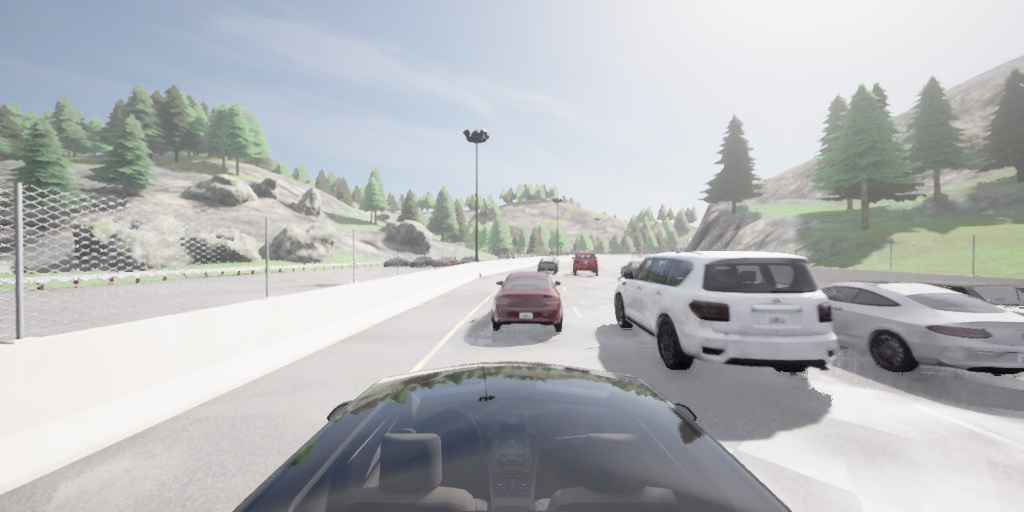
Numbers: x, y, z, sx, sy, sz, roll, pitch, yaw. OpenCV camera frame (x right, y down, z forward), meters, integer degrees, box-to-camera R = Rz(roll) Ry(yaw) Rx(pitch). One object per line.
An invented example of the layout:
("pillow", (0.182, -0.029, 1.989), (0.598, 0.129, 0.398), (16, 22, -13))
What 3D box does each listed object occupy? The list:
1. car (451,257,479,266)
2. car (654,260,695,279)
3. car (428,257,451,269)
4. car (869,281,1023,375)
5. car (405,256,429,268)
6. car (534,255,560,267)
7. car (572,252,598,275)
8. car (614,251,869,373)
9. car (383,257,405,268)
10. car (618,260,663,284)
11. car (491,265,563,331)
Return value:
("car", (-5.405, 0.827, 44.030), (1.837, 1.490, 4.892), (0, 0, 13))
("car", (13.263, 1.070, 29.558), (1.895, 1.301, 4.718), (0, 1, 10))
("car", (-8.526, 0.825, 46.059), (1.812, 1.442, 4.674), (0, 1, 14))
("car", (7.291, 1.220, 7.260), (1.812, 1.442, 4.674), (0, 1, 3))
("car", (-11.786, 0.790, 47.475), (1.837, 1.490, 4.892), (0, 1, 14))
("car", (3.617, 0.904, 35.124), (2.128, 1.511, 4.902), (0, 1, 11))
("car", (6.781, 0.655, 33.136), (2.150, 2.045, 5.566), (0, 1, 10))
("car", (3.797, 0.915, 7.625), (2.150, 2.045, 5.566), (0, 1, 3))
("car", (-15.327, 0.847, 47.702), (1.994, 1.385, 4.181), (0, 1, 14))
("car", (9.137, 1.053, 25.966), (2.033, 1.411, 5.357), (0, 1, 9))
("car", (0.485, 1.185, 10.604), (1.812, 1.442, 4.674), (0, 1, 4))
